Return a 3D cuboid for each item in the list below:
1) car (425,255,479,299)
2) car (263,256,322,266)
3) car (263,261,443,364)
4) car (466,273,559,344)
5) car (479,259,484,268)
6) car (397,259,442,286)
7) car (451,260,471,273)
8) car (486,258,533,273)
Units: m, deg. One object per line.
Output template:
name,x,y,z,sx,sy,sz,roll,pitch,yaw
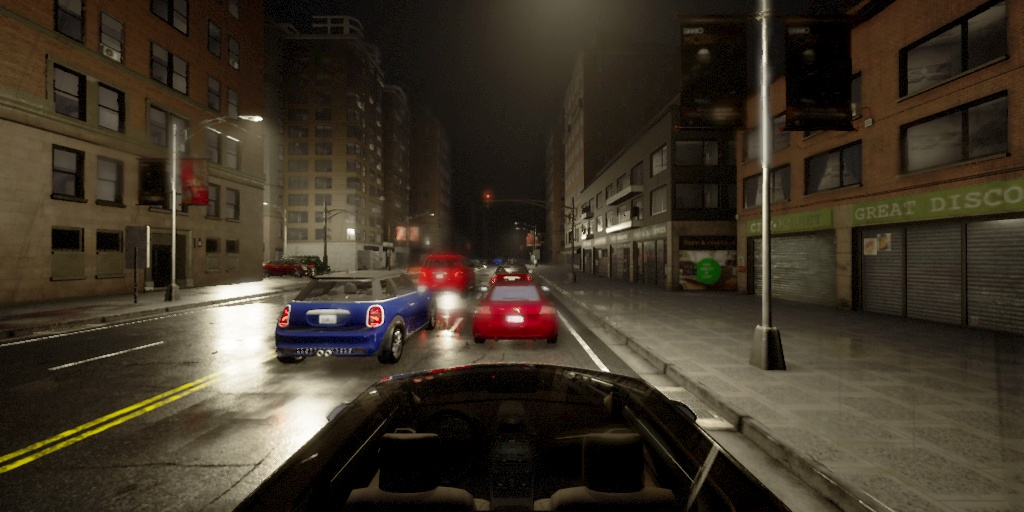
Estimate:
car,-3.153,0.989,18.311,2.150,2.045,5.566,0,0,0
car,-20.799,1.130,33.590,4.553,1.767,2.097,0,0,2
car,-3.148,1.108,8.272,2.097,1.767,4.553,0,0,0
car,0.091,1.322,9.657,1.994,1.385,4.181,0,0,0
car,-6.578,1.379,62.842,2.033,1.411,5.357,0,0,0
car,-6.604,1.128,26.110,2.097,1.767,4.553,0,0,0
car,-6.609,1.310,46.761,1.837,1.490,4.892,0,0,0
car,-0.003,1.119,18.275,2.097,1.767,4.553,0,0,0
